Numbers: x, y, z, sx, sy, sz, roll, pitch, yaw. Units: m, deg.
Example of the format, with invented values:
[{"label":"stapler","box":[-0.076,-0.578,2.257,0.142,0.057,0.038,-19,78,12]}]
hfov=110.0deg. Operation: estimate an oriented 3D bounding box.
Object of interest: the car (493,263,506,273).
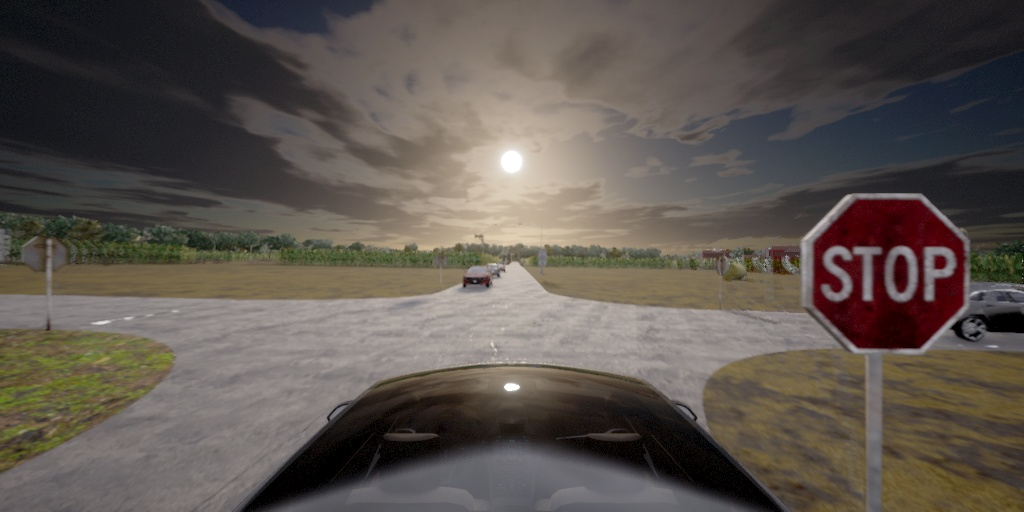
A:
[{"label":"car","box":[-2.049,1.948,58.412,1.812,1.442,4.674,0,-1,1]}]

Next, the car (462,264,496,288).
[{"label":"car","box":[-2.501,1.481,26.908,1.882,1.535,5.008,0,-1,1]}]

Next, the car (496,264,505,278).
[{"label":"car","box":[-2.316,1.677,41.503,2.128,1.511,4.902,0,-1,1]}]

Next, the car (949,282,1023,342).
[{"label":"car","box":[14.044,1.629,10.682,4.902,1.511,2.128,1,0,1]}]
